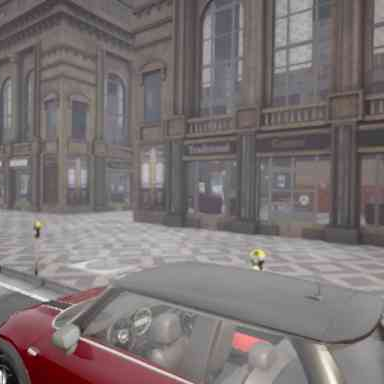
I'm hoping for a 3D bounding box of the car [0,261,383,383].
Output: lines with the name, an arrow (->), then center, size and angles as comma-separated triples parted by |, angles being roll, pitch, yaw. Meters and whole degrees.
car -> -0.177, 1.409, 3.099 | 4.097, 1.590, 1.967 | 1, 1, 36
